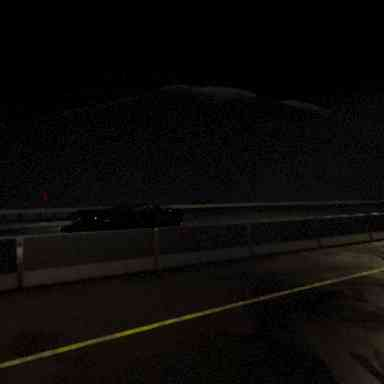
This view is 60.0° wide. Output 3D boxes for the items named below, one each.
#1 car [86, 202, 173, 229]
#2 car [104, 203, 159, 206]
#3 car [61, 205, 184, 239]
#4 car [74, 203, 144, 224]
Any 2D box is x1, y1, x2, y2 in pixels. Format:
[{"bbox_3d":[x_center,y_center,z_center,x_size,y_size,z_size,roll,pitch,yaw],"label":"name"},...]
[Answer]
[{"bbox_3d":[-4.076,1.475,22.119,5.357,1.411,2.033,0,0,-32],"label":"car"},{"bbox_3d":[-2.815,1.428,18.734,4.902,1.511,2.128,0,0,-32],"label":"car"},{"bbox_3d":[-2.902,1.500,14.572,5.357,1.411,2.033,0,0,-33],"label":"car"},{"bbox_3d":[-6.184,1.524,24.906,4.718,1.301,1.895,0,0,-32],"label":"car"}]
